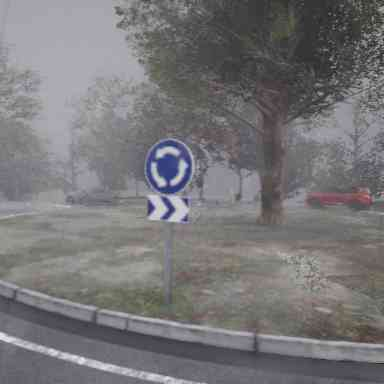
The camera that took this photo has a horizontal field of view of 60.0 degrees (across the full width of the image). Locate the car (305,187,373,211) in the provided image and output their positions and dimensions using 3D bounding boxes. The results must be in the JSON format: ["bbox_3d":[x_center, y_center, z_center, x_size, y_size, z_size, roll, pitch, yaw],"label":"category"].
[{"bbox_3d":[13.089,0.533,29.776,5.566,2.045,2.150,3,2,38],"label":"car"}]

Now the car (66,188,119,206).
[{"bbox_3d":[-8.236,0.363,27.708,4.181,1.385,1.994,0,3,-44],"label":"car"}]
